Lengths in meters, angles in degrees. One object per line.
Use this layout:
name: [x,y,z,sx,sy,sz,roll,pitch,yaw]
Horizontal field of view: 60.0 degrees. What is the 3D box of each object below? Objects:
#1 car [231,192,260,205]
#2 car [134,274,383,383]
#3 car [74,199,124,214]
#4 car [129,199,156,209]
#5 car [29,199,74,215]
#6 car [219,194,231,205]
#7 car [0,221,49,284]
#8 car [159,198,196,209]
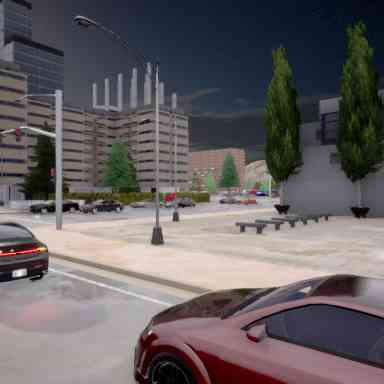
car: [9.240,1.351,57.117,2.097,1.767,4.553,0,0,41]
car: [1.390,1.564,3.252,4.181,1.385,1.994,0,0,37]
car: [-9.475,1.505,35.155,1.837,1.490,4.892,0,0,40]
car: [-6.066,1.601,44.583,1.895,1.301,4.718,0,0,40]
car: [-14.332,1.478,34.840,1.882,1.535,5.008,0,0,40]
car: [6.556,1.564,59.361,1.994,1.385,4.181,0,0,41]
car: [-5.587,1.505,8.764,4.892,1.490,1.837,0,0,40]
car: [-1.557,1.492,44.490,2.128,1.511,4.902,0,0,40]
